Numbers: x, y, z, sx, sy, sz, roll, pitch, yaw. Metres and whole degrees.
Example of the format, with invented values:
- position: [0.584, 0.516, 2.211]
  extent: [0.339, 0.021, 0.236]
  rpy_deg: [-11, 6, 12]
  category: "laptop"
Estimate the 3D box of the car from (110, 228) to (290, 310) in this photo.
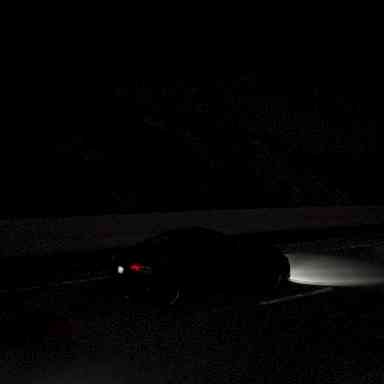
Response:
- position: [0.277, 1.540, 7.739]
  extent: [4.181, 1.385, 1.994]
  rpy_deg: [0, 0, -30]
  category: "car"
